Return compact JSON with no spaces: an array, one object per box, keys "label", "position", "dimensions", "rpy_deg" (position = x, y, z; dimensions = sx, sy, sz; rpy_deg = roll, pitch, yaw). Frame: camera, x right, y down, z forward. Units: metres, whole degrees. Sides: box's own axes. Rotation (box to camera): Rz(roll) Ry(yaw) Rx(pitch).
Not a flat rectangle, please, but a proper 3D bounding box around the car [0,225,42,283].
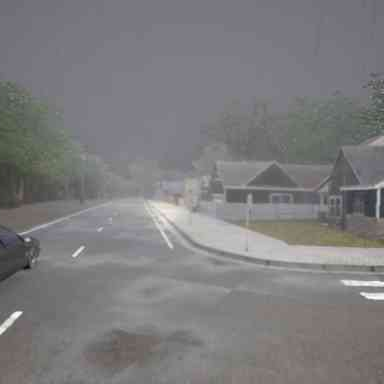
[{"label":"car","position":[-5.034,1.434,7.480],"dimensions":[2.033,1.411,5.357],"rpy_deg":[2,0,-9]}]
